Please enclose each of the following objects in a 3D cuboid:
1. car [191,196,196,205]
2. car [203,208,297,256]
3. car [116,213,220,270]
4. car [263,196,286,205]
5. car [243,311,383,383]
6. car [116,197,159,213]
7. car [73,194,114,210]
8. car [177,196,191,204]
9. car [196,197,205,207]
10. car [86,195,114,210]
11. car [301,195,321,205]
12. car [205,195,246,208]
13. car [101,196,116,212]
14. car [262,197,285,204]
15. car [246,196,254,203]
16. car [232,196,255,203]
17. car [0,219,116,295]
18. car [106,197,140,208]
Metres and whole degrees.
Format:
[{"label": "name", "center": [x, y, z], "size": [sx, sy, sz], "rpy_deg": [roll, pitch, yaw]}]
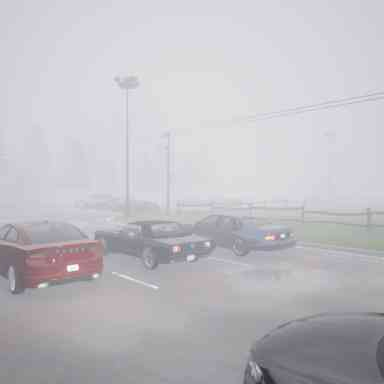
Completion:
[{"label": "car", "center": [2.838, 1.547, 53.102], "size": [5.357, 1.411, 2.033], "rpy_deg": [0, 0, -42]}, {"label": "car", "center": [1.402, 1.547, 13.197], "size": [2.033, 1.411, 5.357], "rpy_deg": [0, 0, -42]}, {"label": "car", "center": [-1.516, 1.601, 11.206], "size": [1.895, 1.301, 4.718], "rpy_deg": [0, 0, -42]}, {"label": "car", "center": [15.305, 1.525, 59.563], "size": [4.674, 1.442, 1.812], "rpy_deg": [0, 0, -42]}, {"label": "car", "center": [2.470, 1.492, 1.756], "size": [2.128, 1.511, 4.902], "rpy_deg": [0, 0, -43]}, {"label": "car", "center": [-5.574, 1.564, 35.868], "size": [4.181, 1.385, 1.994], "rpy_deg": [0, 0, -44]}, {"label": "car", "center": [-12.609, 1.222, 43.674], "size": [5.566, 2.045, 2.150], "rpy_deg": [0, 0, -44]}, {"label": "car", "center": [0.379, 1.601, 55.595], "size": [4.718, 1.301, 1.895], "rpy_deg": [0, 0, -42]}, {"label": "car", "center": [3.362, 1.352, 48.868], "size": [4.553, 1.767, 2.097], "rpy_deg": [0, 0, -42]}, {"label": "car", "center": [-10.079, 1.477, 41.246], "size": [5.008, 1.535, 1.882], "rpy_deg": [0, 0, -44]}, {"label": "car", "center": [21.763, 1.351, 60.631], "size": [4.553, 1.767, 2.097], "rpy_deg": [0, 0, -41]}, {"label": "car", "center": [4.658, 1.491, 45.331], "size": [4.902, 1.511, 2.128], "rpy_deg": [0, 0, -42]}, {"label": "car", "center": [-7.738, 1.525, 38.637], "size": [4.674, 1.442, 1.812], "rpy_deg": [0, 0, -44]}, {"label": "car", "center": [15.869, 1.601, 64.715], "size": [4.718, 1.301, 1.895], "rpy_deg": [0, 0, -41]}, {"label": "car", "center": [9.303, 1.547, 63.555], "size": [5.357, 1.411, 2.033], "rpy_deg": [0, 0, -41]}, {"label": "car", "center": [10.903, 1.525, 69.624], "size": [4.902, 1.511, 2.128], "rpy_deg": [0, 0, -42]}, {"label": "car", "center": [-4.215, 1.478, 8.968], "size": [1.882, 1.535, 5.008], "rpy_deg": [0, 0, -42]}, {"label": "car", "center": [-10.432, 1.504, 50.548], "size": [4.892, 1.490, 1.837], "rpy_deg": [0, 0, -42]}]
